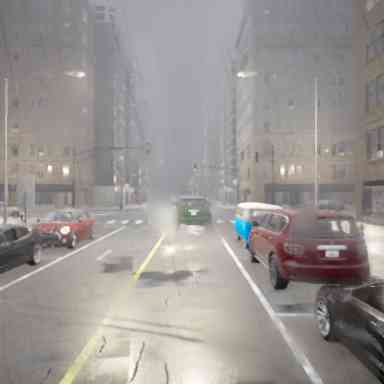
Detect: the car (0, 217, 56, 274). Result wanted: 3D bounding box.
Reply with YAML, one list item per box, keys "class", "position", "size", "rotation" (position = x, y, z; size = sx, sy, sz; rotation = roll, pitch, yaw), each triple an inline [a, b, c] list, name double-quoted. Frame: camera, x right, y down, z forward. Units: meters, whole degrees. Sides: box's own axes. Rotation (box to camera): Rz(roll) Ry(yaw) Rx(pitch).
- class: "car"
  position: [-5.669, 1.608, 9.154]
  size: [1.947, 1.339, 4.313]
  rotation: [0, 0, 0]

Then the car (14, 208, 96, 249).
- class: "car"
  position: [-5.671, 1.507, 14.679]
  size: [1.967, 1.590, 4.097]
  rotation: [0, 0, 0]

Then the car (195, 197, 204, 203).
- class: "car"
  position: [1.931, 2.008, 86.838]
  size: [1.887, 1.381, 4.507]
  rotation: [0, 0, -1]

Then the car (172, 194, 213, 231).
- class: "car"
  position: [0.047, 1.319, 21.310]
  size: [2.150, 2.045, 5.566]
  rotation: [0, 0, -1]

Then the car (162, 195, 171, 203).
- class: "car"
  position: [-6.593, 1.778, 86.664]
  size: [2.192, 1.841, 5.009]
  rotation: [0, 0, -1]

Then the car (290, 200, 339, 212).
- class: "car"
  position: [15.174, 1.727, 41.496]
  size: [5.357, 1.411, 2.033]
  rotation: [0, 0, 0]

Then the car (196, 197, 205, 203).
- class: "car"
  position: [2.057, 2.002, 81.185]
  size: [1.802, 1.307, 4.206]
  rotation: [0, 0, -1]

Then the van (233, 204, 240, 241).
- class: "van"
  position: [2.856, 1.408, 14.687]
  size: [1.690, 1.788, 3.998]
  rotation: [0, 0, 0]

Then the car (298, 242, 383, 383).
- class: "car"
  position: [2.858, 1.583, 3.639]
  size: [1.947, 1.339, 4.313]
  rotation: [0, 0, 0]

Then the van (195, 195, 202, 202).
- class: "van"
  position: [1.805, 1.851, 92.493]
  size: [1.690, 1.788, 3.998]
  rotation: [0, 0, -1]

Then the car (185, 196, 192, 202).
- class: "car"
  position: [-1.081, 1.973, 93.852]
  size: [1.882, 1.535, 5.008]
  rotation: [0, 0, -1]

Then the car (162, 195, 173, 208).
- class: "car"
  position: [-3.272, 1.759, 54.533]
  size: [2.128, 1.511, 4.902]
  rotation: [0, 0, -1]

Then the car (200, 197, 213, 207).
- class: "car"
  position: [2.559, 1.730, 58.576]
  size: [1.967, 1.590, 4.097]
  rotation: [0, 0, -1]

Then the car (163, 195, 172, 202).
- class: "car"
  position: [-6.719, 1.825, 92.319]
  size: [2.192, 1.841, 5.009]
  rotation: [0, 0, -1]

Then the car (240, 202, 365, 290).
- class: "car"
  position: [2.857, 1.357, 9.164]
  size: [2.192, 1.841, 5.009]
  rotation: [0, 0, 0]

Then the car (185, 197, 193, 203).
- class: "car"
  position: [-0.859, 1.991, 83.819]
  size: [1.994, 1.385, 4.181]
  rotation: [0, 0, -1]

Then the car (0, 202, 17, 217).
- class: "car"
  position: [-17.773, 1.681, 31.362]
  size: [4.674, 1.442, 1.812]
  rotation: [0, 0, -2]

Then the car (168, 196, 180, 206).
- class: "car"
  position: [-3.425, 1.673, 64.167]
  size: [2.097, 1.767, 4.553]
  rotation: [0, 0, -1]

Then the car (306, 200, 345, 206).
- class: "car"
  position: [15.031, 1.652, 38.246]
  size: [4.902, 1.511, 2.128]
  rotation: [0, 0, 0]

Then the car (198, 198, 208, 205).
- class: "car"
  position: [2.308, 1.934, 69.882]
  size: [1.802, 1.307, 4.206]
  rotation: [0, 0, -1]

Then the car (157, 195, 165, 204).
- class: "car"
  position: [-6.215, 1.792, 69.702]
  size: [1.967, 1.590, 4.097]
  rotation: [0, 0, -1]
